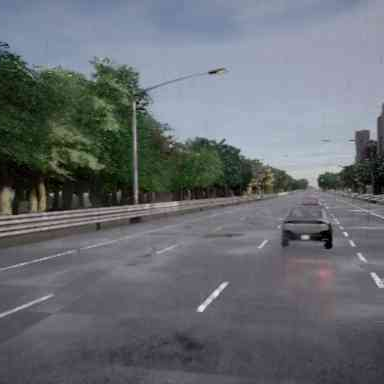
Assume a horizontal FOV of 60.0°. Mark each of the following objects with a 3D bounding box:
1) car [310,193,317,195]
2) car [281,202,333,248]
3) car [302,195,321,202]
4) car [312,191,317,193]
[{"bbox_3d":[16.454,1.240,45.406,1.837,1.490,4.892,-1,0,20],"label":"car"},{"bbox_3d":[4.945,1.406,14.332,2.128,1.511,4.902,-1,0,20],"label":"car"},{"bbox_3d":[10.202,1.317,28.524,2.128,1.511,4.902,-1,0,20],"label":"car"},{"bbox_3d":[25.487,1.137,69.796,1.837,1.490,4.892,-1,0,20],"label":"car"}]
